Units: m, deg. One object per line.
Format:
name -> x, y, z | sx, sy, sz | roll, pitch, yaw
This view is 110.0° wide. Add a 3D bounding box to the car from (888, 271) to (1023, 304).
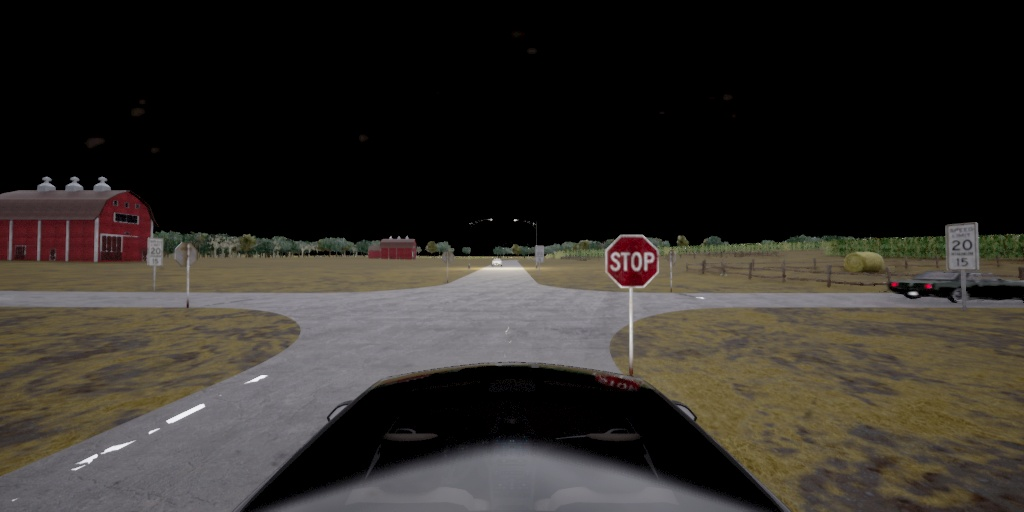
car -> 18.842, 1.261, 14.874 | 4.718, 1.301, 1.895 | 0, -1, 0
